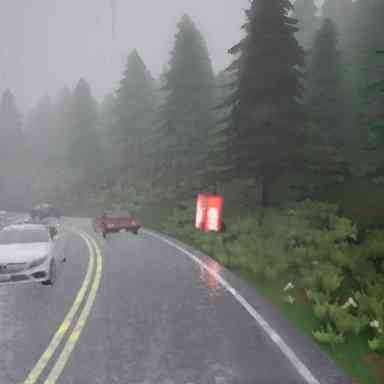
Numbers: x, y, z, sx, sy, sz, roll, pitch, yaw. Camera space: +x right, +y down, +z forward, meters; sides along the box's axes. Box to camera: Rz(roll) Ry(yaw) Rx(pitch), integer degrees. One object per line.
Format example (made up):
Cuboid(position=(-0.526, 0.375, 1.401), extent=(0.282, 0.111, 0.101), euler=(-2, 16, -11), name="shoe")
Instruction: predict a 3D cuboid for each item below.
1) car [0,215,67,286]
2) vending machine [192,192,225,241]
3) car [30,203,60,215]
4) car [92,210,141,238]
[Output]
Cuboid(position=(-4.731, 1.627, 9.543), extent=(1.812, 1.442, 4.674), euler=(-1, 0, -15), name="car")
Cuboid(position=(0.756, 1.117, 15.213), extent=(1.100, 2.100, 0.880), euler=(3, 3, -19), name="vending machine")
Cuboid(position=(-14.844, 1.927, 33.466), extent=(1.837, 1.490, 4.892), euler=(-4, 1, -40), name="car")
Cuboid(position=(-4.401, 1.672, 18.632), extent=(1.895, 1.301, 4.718), euler=(-3, 1, -25), name="car")
